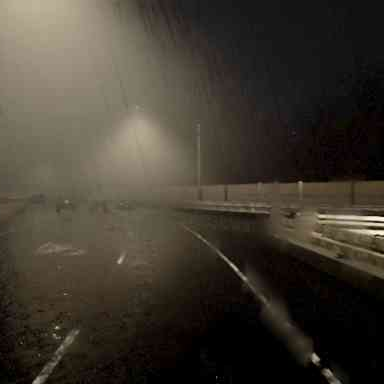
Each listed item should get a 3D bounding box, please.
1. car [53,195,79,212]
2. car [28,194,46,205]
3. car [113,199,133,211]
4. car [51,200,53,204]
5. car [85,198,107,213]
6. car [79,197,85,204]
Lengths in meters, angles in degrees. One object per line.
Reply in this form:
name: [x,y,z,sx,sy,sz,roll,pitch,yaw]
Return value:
car: [-15.943,1.373,41.909,2.150,2.045,5.566,0,0,-24]
car: [-31.033,1.495,66.588,2.150,2.045,5.566,0,0,-39]
car: [-8.853,1.641,42.898,1.812,1.442,4.674,0,0,-23]
car: [-26.645,1.800,66.675,1.994,1.385,4.181,0,0,-39]
car: [-11.392,1.629,39.947,1.837,1.490,4.892,1,0,-23]
car: [-22.770,1.729,67.373,1.837,1.490,4.892,0,0,-37]
